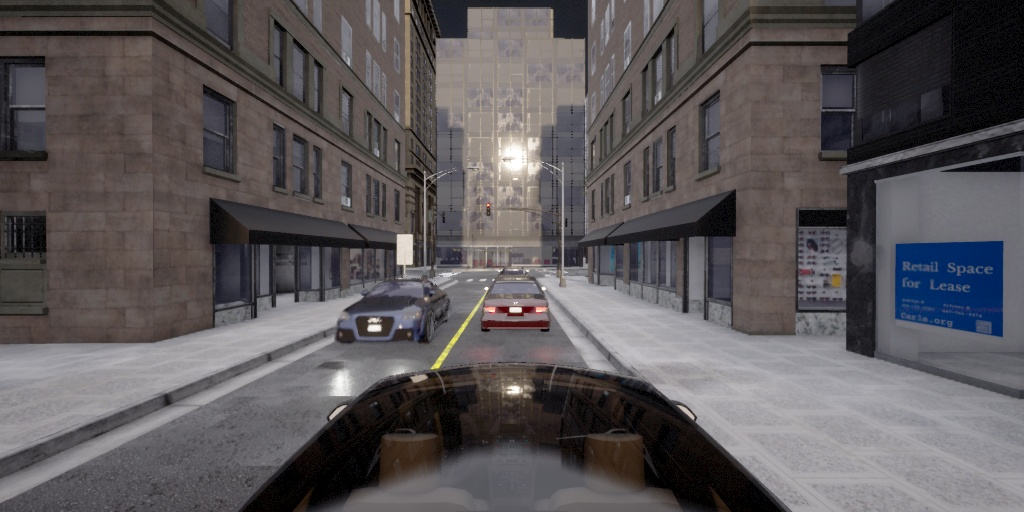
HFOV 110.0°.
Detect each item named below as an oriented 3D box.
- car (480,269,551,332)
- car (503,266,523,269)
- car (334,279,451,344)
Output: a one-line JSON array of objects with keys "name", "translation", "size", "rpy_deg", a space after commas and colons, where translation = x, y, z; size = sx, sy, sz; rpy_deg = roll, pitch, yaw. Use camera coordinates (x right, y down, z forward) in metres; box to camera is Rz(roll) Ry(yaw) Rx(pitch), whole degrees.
[{"name": "car", "translation": [0.094, 1.293, 10.812], "size": [2.033, 1.411, 5.357], "rpy_deg": [0, 0, 0]}, {"name": "car", "translation": [0.085, 1.300, 21.478], "size": [1.994, 1.385, 4.181], "rpy_deg": [0, 0, 0]}, {"name": "car", "translation": [-2.852, 1.310, 9.432], "size": [1.994, 1.385, 4.181], "rpy_deg": [0, 0, 0]}]
